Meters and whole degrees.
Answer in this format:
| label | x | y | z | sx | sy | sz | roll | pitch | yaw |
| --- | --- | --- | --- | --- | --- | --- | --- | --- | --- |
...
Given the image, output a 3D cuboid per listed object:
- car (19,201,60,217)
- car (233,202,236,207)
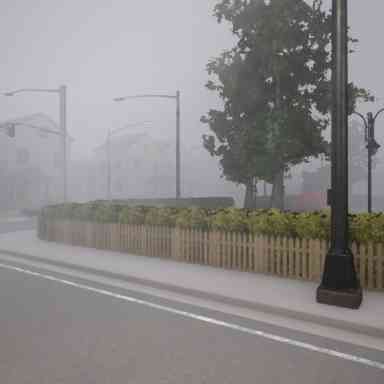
| label | x | y | z | sx | sy | sz | roll | pitch | yaw |
| --- | --- | --- | --- | --- | --- | --- | --- | --- | --- |
| car | -12.718 | 1.547 | 30.289 | 2.033 | 1.411 | 5.357 | 0 | 0 | 35 |
| car | 4.875 | 1.564 | 49.126 | 1.994 | 1.385 | 4.181 | 0 | 0 | 35 |
